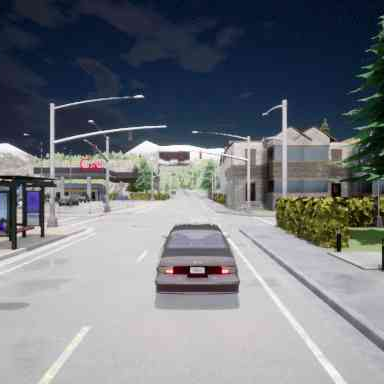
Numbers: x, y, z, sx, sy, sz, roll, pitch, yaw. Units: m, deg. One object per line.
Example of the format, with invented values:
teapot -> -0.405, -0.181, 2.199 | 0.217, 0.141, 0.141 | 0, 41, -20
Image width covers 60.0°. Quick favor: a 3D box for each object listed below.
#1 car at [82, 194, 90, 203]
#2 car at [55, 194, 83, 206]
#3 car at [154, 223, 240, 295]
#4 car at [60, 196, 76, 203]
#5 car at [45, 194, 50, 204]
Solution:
car -> -22.571, 1.268, 68.977 | 1.905, 1.878, 3.866 | 0, 0, 0
car -> -18.882, 1.490, 51.105 | 2.007, 1.523, 4.514 | 0, 0, 0
car -> 0.107, 1.547, 8.895 | 2.033, 1.411, 5.357 | 0, 0, 0
car -> -25.896, 1.552, 69.582 | 1.970, 1.475, 3.806 | 0, 0, 0
car -> -25.842, 1.289, 61.103 | 1.932, 1.855, 4.605 | 0, 0, 0
